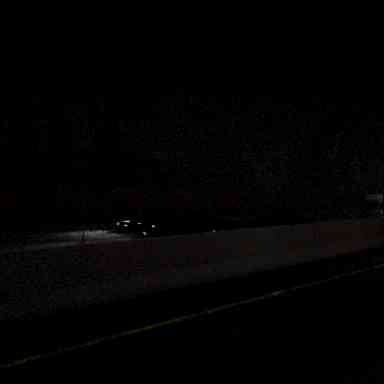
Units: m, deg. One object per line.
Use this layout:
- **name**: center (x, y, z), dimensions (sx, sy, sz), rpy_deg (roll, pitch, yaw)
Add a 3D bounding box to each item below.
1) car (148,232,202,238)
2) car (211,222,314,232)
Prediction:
- **car**: center (-0.386, 1.591, 16.612), dimensions (4.718, 1.301, 1.895), rpy_deg (0, 0, -36)
- **car**: center (3.378, 1.535, 14.998), dimensions (5.357, 1.411, 2.033), rpy_deg (0, 0, -36)
